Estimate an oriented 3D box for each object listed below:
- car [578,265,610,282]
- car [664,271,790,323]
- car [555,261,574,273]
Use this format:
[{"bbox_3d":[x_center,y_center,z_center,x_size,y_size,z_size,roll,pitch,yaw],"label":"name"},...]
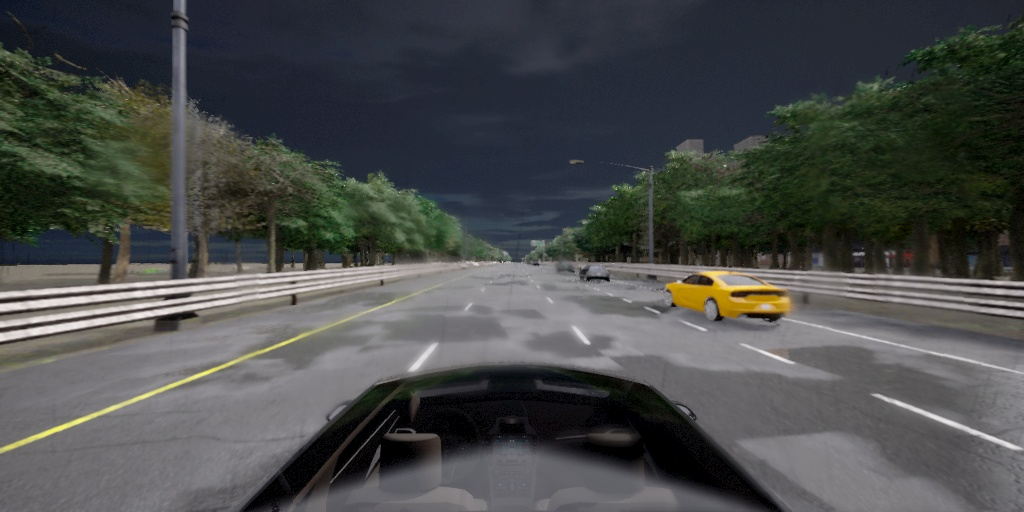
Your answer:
[{"bbox_3d":[7.050,1.450,31.112,1.994,1.385,4.181,0,-1,0],"label":"car"},{"bbox_3d":[7.008,1.258,12.368,1.882,1.535,5.008,0,0,0],"label":"car"},{"bbox_3d":[7.125,1.418,48.749,2.097,1.767,4.553,0,-1,0],"label":"car"}]
